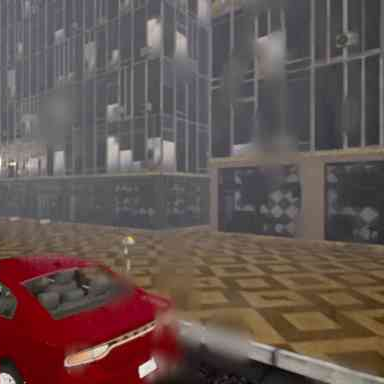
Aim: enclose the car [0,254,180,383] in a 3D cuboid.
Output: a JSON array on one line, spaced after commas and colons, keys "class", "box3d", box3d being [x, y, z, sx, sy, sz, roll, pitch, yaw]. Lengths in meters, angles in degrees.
[{"class": "car", "box3d": [-2.240, 1.531, 4.474, 4.507, 1.381, 1.887, 0, 0, 35]}]
